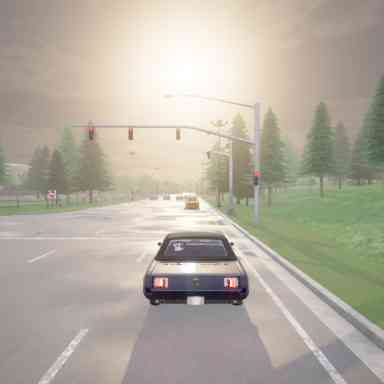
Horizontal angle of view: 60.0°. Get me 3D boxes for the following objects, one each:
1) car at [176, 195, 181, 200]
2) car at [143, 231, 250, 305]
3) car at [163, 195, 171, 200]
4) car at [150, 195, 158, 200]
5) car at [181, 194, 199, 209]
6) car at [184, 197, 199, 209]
[{"bbox_3d":[-3.391,1.553,91.127,1.994,1.385,4.181,0,0,0],"label":"car"},{"bbox_3d":[0.088,1.601,8.002,1.895,1.301,4.718,0,0,0],"label":"car"},{"bbox_3d":[-6.891,1.540,91.132,2.033,1.411,5.357,0,0,0],"label":"car"},{"bbox_3d":[-10.391,1.540,91.136,2.033,1.411,5.357,0,0,0],"label":"car"},{"bbox_3d":[-0.105,1.102,46.105,1.882,1.535,5.008,-3,16,-5],"label":"car"},{"bbox_3d":[-0.058,1.577,49.670,2.033,1.411,5.357,0,1,2],"label":"car"}]
